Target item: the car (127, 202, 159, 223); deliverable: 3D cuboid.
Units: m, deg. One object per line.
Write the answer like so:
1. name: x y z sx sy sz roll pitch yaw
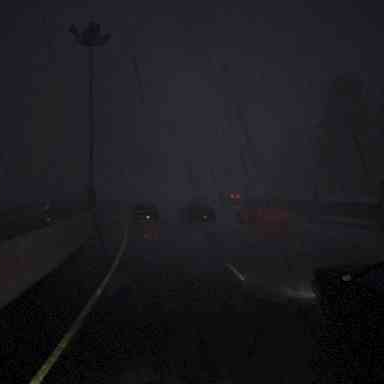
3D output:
1. car: -3.797 1.529 26.245 1.837 1.490 4.892 0 0 -15

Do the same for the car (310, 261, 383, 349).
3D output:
1. car: 3.375 1.540 4.173 2.033 1.411 5.357 0 0 -3

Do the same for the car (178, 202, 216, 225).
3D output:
1. car: 0.284 1.487 24.527 1.882 1.535 5.008 0 0 -13

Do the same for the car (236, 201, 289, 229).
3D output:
1. car: 4.478 1.348 21.780 2.097 1.767 4.553 0 0 -12

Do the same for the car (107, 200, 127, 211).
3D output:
1. car: -9.512 1.646 41.921 1.895 1.301 4.718 0 0 -24
